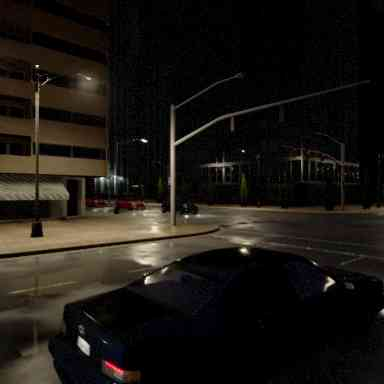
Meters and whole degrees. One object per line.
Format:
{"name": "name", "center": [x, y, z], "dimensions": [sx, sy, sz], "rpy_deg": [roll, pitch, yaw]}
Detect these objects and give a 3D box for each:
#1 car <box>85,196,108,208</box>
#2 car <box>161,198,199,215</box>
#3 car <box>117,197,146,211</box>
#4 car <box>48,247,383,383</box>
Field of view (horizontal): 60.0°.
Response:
{"name": "car", "center": [-14.780, 1.451, 50.958], "dimensions": [2.097, 1.767, 4.553], "rpy_deg": [0, 0, -42]}
{"name": "car", "center": [-1.361, 1.452, 35.992], "dimensions": [2.097, 1.767, 4.553], "rpy_deg": [0, 0, -42]}
{"name": "car", "center": [-7.942, 1.451, 43.322], "dimensions": [2.097, 1.767, 4.553], "rpy_deg": [0, 0, -42]}
{"name": "car", "center": [0.878, 1.555, 4.851], "dimensions": [5.357, 1.411, 2.033], "rpy_deg": [0, 0, -39]}
